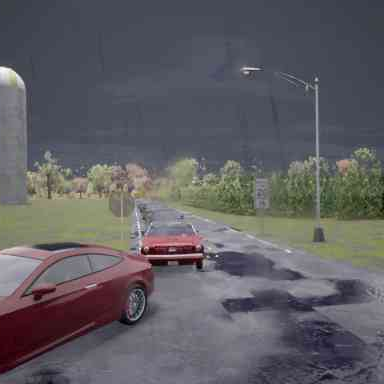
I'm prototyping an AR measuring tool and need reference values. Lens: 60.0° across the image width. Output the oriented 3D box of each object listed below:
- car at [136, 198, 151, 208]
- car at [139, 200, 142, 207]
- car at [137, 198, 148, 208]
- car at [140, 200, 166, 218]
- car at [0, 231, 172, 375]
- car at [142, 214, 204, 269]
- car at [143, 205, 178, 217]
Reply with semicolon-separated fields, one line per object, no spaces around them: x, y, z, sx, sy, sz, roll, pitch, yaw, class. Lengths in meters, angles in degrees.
-7.843;1.735;53.414;2.128;1.511;4.902;-1;0;-10;car
-3.501;1.701;29.871;1.994;1.385;4.181;-1;0;-10;car
-5.439;1.733;40.596;2.033;1.411;5.357;-1;0;-11;car
-2.376;1.601;23.452;2.128;1.511;4.902;-1;0;-10;car
-2.370;1.557;5.056;1.812;1.442;4.674;0;-1;29;car
-0.709;1.664;11.370;1.895;1.301;4.718;-1;0;-5;car
-1.413;1.650;17.817;1.994;1.385;4.181;-1;0;-10;car
